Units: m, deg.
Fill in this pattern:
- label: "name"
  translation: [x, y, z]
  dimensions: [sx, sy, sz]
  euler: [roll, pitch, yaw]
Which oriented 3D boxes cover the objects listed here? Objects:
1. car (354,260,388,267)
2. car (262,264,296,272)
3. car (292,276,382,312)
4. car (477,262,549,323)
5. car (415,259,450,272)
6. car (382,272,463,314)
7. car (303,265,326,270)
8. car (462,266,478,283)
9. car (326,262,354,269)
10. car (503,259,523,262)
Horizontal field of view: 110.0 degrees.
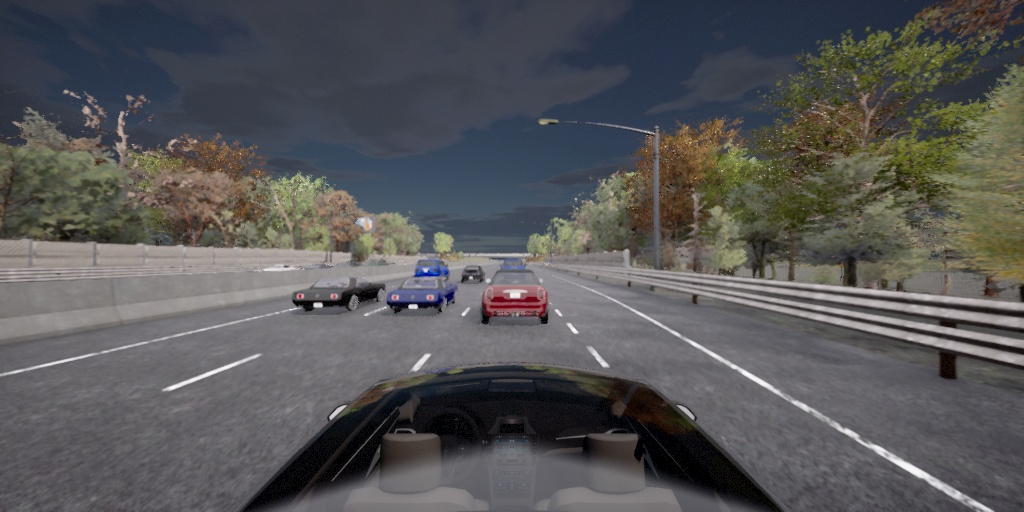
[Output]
- label: "car"
  translation: [-17.599, 1.474, 45.884]
  dimensions: [2.150, 2.045, 5.566]
  euler: [0, -1, 0]
- label: "car"
  translation: [-28.096, 1.746, 43.407]
  dimensions: [1.812, 1.442, 4.674]
  euler: [0, -1, 0]
- label: "car"
  translation: [-6.906, 1.495, 15.008]
  dimensions: [1.895, 1.301, 4.718]
  euler: [0, -1, 0]
- label: "car"
  translation: [0.095, 1.222, 12.839]
  dimensions: [2.097, 1.767, 4.553]
  euler: [0, -1, 0]
- label: "car"
  translation: [-6.916, 1.301, 31.406]
  dimensions: [2.150, 2.045, 5.566]
  euler: [0, -1, 0]
- label: "car"
  translation: [-3.405, 1.490, 14.593]
  dimensions: [1.895, 1.301, 4.718]
  euler: [0, -1, 0]
- label: "car"
  translation: [-24.599, 1.795, 45.627]
  dimensions: [2.033, 1.411, 5.357]
  euler: [0, -1, 0]
- label: "car"
  translation: [-3.413, 1.595, 32.333]
  dimensions: [1.837, 1.490, 4.892]
  euler: [0, -1, 0]
- label: "car"
  translation: [-21.099, 1.596, 45.492]
  dimensions: [2.097, 1.767, 4.553]
  euler: [0, -1, 0]
- label: "car"
  translation: [0.084, 1.301, 31.458]
  dimensions: [2.150, 2.045, 5.566]
  euler: [0, -1, 0]
